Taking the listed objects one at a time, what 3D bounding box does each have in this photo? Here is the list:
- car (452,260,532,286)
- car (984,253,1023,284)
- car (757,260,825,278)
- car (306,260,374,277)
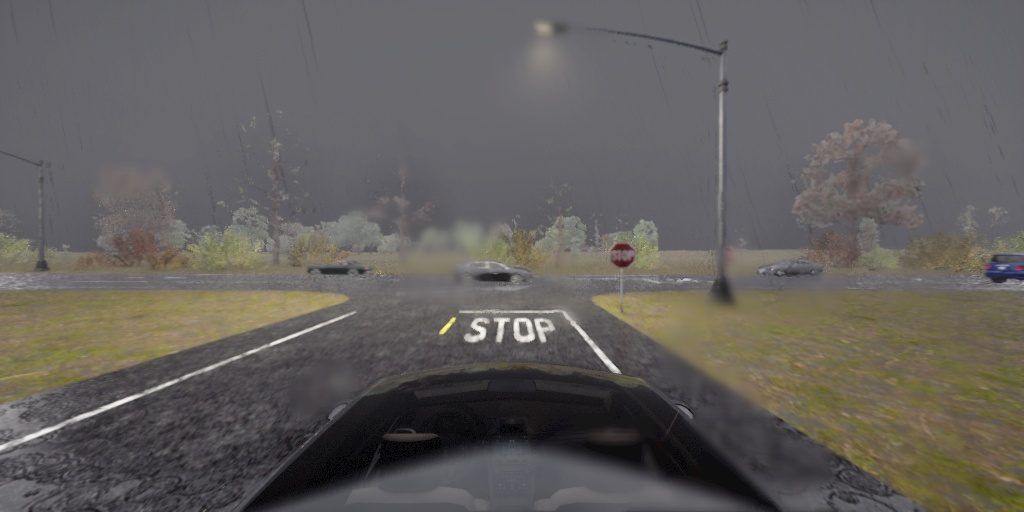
[{"bbox_3d":[-1.226,1.012,22.051,4.902,1.511,2.128,0,1,-1],"label":"car"},{"bbox_3d":[34.002,0.858,23.020,5.566,2.045,2.150,0,1,-2],"label":"car"},{"bbox_3d":[23.041,1.057,29.727,4.902,1.511,2.128,-1,1,-2],"label":"car"},{"bbox_3d":[-13.747,0.990,28.742,4.718,1.301,1.895,0,1,-2],"label":"car"}]
